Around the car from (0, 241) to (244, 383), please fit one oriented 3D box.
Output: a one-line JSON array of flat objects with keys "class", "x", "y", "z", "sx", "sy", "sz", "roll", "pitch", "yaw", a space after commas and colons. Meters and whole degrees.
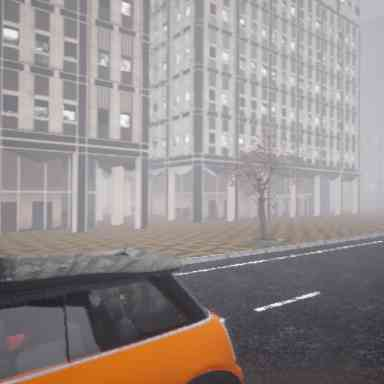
[{"class": "car", "x": -1.805, "y": 1.352, "z": 2.408, "sx": 4.553, "sy": 1.767, "sz": 2.097, "roll": 1, "pitch": 0, "yaw": -36}]
